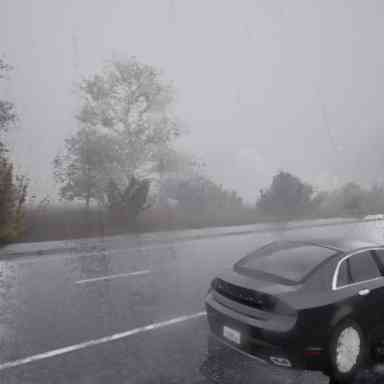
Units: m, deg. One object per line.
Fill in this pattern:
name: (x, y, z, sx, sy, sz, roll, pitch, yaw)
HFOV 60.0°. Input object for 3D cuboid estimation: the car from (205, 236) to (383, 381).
car: (2.464, 1.506, 5.503, 4.892, 1.490, 1.837, 0, 0, -35)
